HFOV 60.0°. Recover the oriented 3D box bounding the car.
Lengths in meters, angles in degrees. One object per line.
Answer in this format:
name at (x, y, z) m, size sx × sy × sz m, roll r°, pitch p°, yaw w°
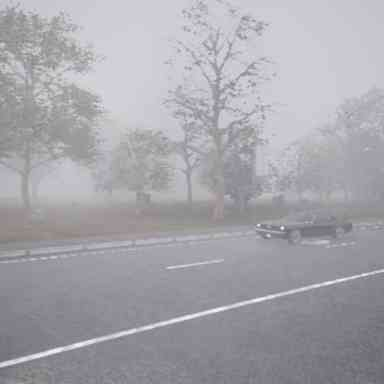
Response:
car at (5.223, 1.569, 15.439) m, size 4.718 × 1.301 × 1.895 m, roll 0°, pitch 0°, yaw -30°
